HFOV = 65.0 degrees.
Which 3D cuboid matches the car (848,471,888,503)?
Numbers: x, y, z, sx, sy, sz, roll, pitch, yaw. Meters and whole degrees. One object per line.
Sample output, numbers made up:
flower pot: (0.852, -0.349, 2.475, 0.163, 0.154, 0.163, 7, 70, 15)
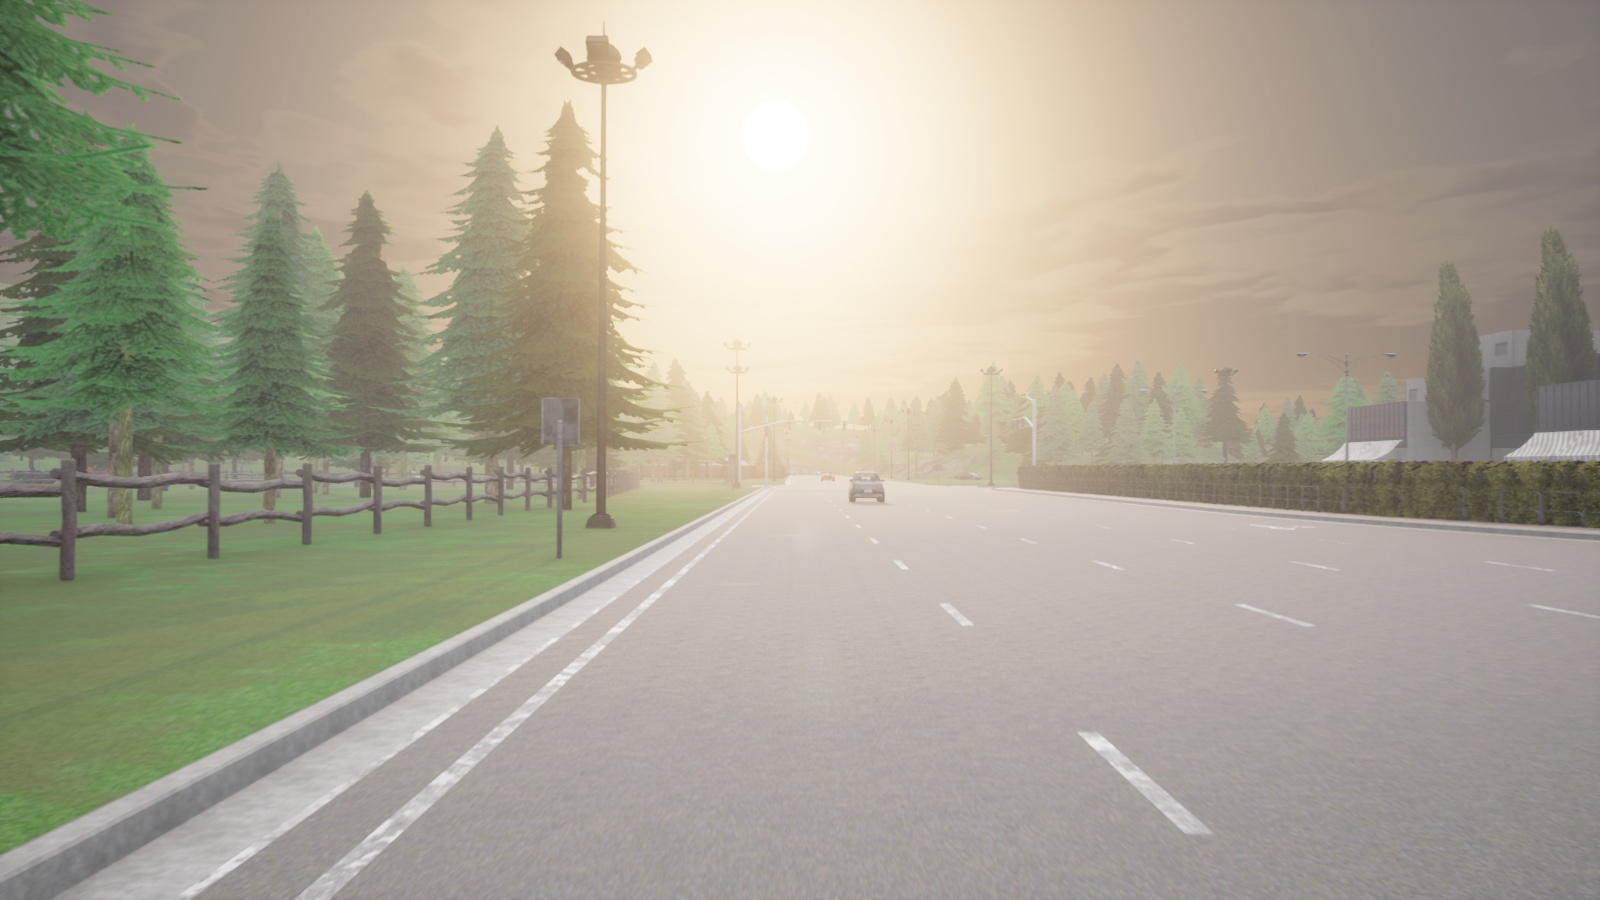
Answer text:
car: (3.354, 1.833, 62.917, 1.789, 1.549, 3.705, 0, -1, 0)
